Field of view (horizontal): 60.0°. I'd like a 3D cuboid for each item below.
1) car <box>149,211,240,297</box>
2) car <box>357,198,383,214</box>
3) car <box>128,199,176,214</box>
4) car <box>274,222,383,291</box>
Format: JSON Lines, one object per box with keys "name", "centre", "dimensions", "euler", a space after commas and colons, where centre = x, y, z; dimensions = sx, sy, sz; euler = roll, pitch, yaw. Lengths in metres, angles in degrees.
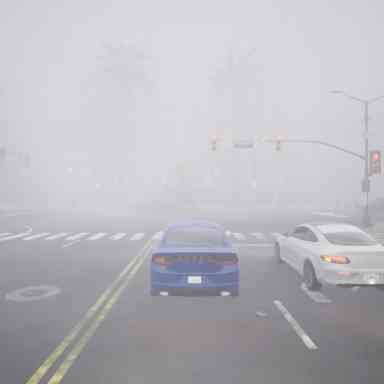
{"name": "car", "centre": [0.062, 1.478, 8.650], "dimensions": [1.882, 1.535, 5.008], "euler": [0, 0, 0]}
{"name": "car", "centre": [19.471, 1.352, 34.126], "dimensions": [4.553, 1.767, 2.097], "euler": [0, 0, 0]}
{"name": "car", "centre": [-4.045, 1.505, 34.148], "dimensions": [4.892, 1.490, 1.837], "euler": [0, 0, 0]}
{"name": "car", "centre": [3.563, 1.526, 8.901], "dimensions": [1.812, 1.442, 4.674], "euler": [0, 0, 0]}
